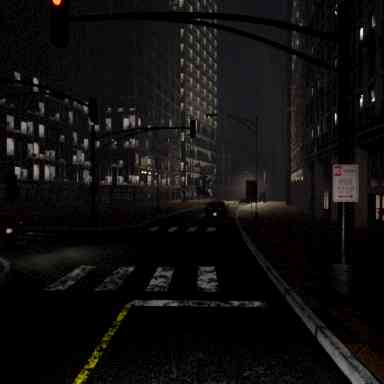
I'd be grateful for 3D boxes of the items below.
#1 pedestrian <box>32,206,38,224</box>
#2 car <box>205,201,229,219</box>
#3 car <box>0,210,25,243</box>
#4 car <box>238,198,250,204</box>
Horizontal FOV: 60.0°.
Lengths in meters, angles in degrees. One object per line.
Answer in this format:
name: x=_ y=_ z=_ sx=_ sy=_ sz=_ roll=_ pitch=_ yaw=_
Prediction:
pedestrian: x=-9.376 y=1.345 z=19.873 sx=0.500 sy=1.100 sz=0.500 roll=0 pitch=0 yaw=17
car: x=2.190 y=1.546 z=29.485 sx=1.837 sy=1.490 sz=4.892 roll=0 pitch=0 yaw=7
car: x=-9.698 y=1.117 z=13.805 sx=5.566 sy=2.045 sz=2.150 roll=1 pitch=0 yaw=18
car: x=10.896 y=1.865 z=68.989 sx=1.895 sy=1.301 sz=4.718 roll=0 pitch=0 yaw=18
